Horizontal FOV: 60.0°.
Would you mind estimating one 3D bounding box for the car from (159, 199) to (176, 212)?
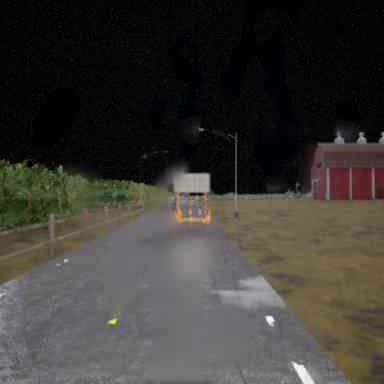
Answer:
[{"bbox_3d":[-2.859,1.596,40.462,2.033,1.411,5.357,0,0,0],"label":"car"}]

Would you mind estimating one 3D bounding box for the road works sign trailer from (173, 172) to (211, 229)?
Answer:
[{"bbox_3d":[-0.002,0.473,21.650,2.380,3.560,2.880,0,0,0],"label":"road works sign trailer"}]
